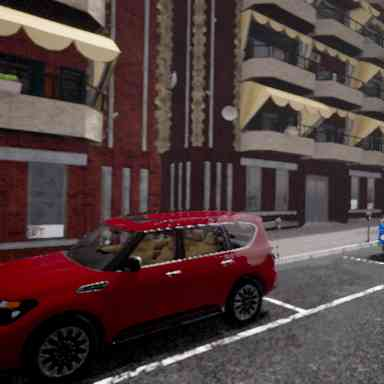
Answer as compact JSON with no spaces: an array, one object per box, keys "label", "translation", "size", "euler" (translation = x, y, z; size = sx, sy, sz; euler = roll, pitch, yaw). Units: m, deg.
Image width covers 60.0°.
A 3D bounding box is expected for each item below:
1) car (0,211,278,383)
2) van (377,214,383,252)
[{"label":"car","translation":[-0.713,1.310,5.559],"size":[5.009,1.841,2.192],"euler":[0,2,-35]},{"label":"van","translation":[8.288,1.311,11.983],"size":[3.998,1.788,1.690],"euler":[0,2,-35]}]
